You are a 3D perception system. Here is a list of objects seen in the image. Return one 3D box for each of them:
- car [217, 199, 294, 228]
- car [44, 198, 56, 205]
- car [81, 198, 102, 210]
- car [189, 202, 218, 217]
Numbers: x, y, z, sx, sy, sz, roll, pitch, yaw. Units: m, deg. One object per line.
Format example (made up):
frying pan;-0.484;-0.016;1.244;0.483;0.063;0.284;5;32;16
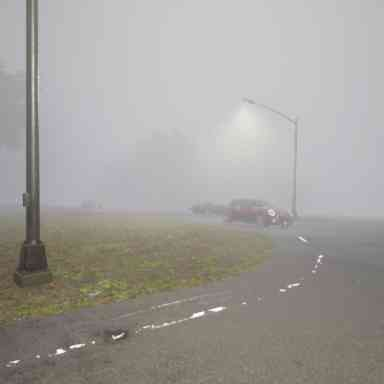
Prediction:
car;4.013;1.206;20.568;2.097;1.767;4.553;4;-3;-35
car;-34.512;2.168;81.157;2.097;1.767;4.553;4;-3;-30
car;-14.021;1.648;46.324;2.128;1.511;4.902;4;-3;-35
car;1.622;1.842;36.151;1.882;1.535;5.008;4;-3;-35
